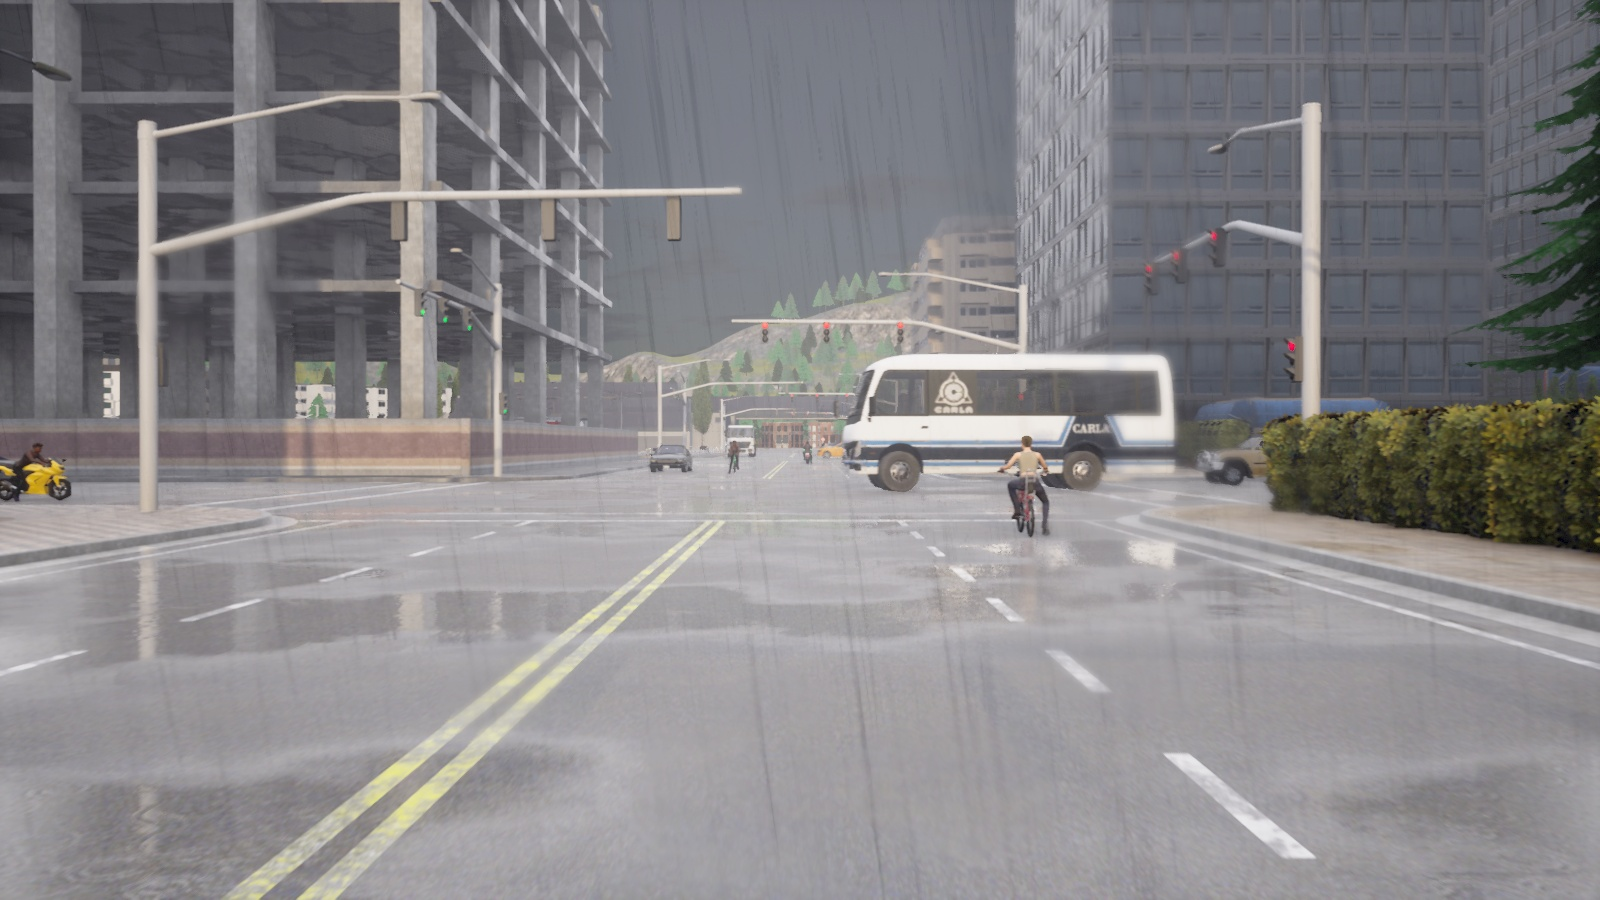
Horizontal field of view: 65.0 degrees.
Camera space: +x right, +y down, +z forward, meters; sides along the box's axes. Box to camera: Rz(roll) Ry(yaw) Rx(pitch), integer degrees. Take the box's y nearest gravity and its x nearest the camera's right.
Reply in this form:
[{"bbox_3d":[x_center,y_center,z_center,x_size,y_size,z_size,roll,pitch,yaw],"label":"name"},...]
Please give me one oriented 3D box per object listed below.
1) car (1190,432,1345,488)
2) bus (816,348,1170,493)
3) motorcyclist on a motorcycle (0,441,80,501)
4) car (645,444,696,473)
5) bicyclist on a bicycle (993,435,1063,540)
[{"bbox_3d":[15.985,0.333,43.102,4.605,1.855,1.932,0,0,0],"label":"car"},{"bbox_3d":[5.806,-0.846,39.237,10.273,4.253,3.944,0,0,-4],"label":"bus"},{"bbox_3d":[-19.829,0.530,32.397,2.044,1.523,0.797,0,0,1],"label":"motorcyclist on a motorcycle"},{"bbox_3d":[-6.608,0.424,64.654,2.033,1.411,5.357,0,0,0],"label":"car"},{"bbox_3d":[3.628,0.572,20.125,0.866,1.612,1.509,0,0,1],"label":"bicyclist on a bicycle"}]
